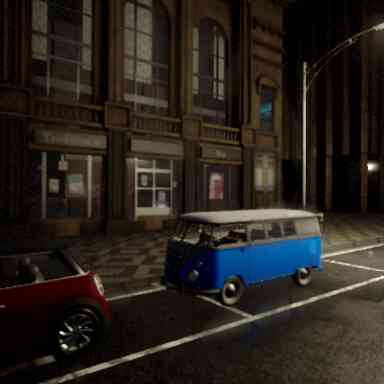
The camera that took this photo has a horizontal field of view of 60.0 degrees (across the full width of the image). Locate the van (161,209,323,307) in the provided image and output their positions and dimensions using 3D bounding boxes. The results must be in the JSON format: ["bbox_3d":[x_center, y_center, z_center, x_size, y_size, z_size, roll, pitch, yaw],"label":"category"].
[{"bbox_3d":[1.277,1.321,7.665,3.998,1.788,1.690,0,1,-36],"label":"van"}]

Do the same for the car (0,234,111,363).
[{"bbox_3d":[-3.301,1.441,4.398,4.097,1.590,1.967,0,1,-36],"label":"car"}]
